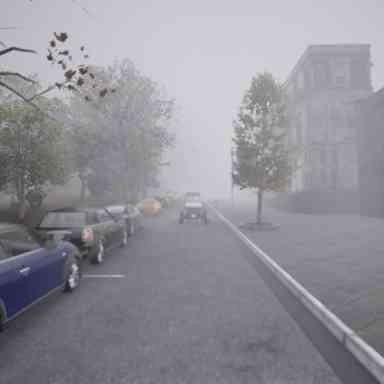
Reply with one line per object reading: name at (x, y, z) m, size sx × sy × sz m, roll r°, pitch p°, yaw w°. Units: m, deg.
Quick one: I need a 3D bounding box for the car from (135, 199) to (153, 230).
car at (-3.654, 1.341, 17.084) m, size 2.231 × 1.521 × 4.892 m, roll 0°, pitch 0°, yaw 2°

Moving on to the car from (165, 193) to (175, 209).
car at (-3.654, 1.161, 39.404) m, size 2.163 × 1.488 × 4.792 m, roll 0°, pitch 0°, yaw 2°

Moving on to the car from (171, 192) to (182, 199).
car at (-3.657, 0.738, 78.360) m, size 2.097 × 1.535 × 5.008 m, roll 0°, pitch 0°, yaw 2°

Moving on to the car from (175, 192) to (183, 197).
car at (-3.657, 0.622, 95.074) m, size 2.002 × 1.452 × 4.674 m, roll 0°, pitch 0°, yaw 2°

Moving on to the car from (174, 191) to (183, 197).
car at (-3.659, 0.508, 89.474) m, size 2.185 × 1.767 × 4.553 m, roll 0°, pitch 0°, yaw 2°

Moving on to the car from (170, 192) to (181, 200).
car at (-3.649, 0.787, 72.981) m, size 1.946 × 1.575 × 5.366 m, roll 0°, pitch 0°, yaw 2°

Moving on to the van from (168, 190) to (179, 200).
van at (-3.652, 0.620, 67.341) m, size 1.878 × 1.987 × 4.442 m, roll 0°, pitch 0°, yaw 2°

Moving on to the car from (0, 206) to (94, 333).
car at (-3.655, 1.310, 5.916) m, size 2.185 × 1.767 × 4.553 m, roll 0°, pitch 0°, yaw 2°

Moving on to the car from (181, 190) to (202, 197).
car at (0.090, 0.861, 40.831) m, size 2.150 × 2.045 × 5.566 m, roll 0°, pitch 1°, yaw 0°

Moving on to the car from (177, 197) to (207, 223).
car at (0.100, 1.329, 23.512) m, size 1.812 × 1.442 × 4.674 m, roll 0°, pitch 0°, yaw 0°

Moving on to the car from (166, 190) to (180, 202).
car at (-3.656, 0.961, 56.081) m, size 2.097 × 1.535 × 5.008 m, roll 0°, pitch 0°, yaw 2°

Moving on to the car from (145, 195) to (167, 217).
car at (-3.647, 1.234, 28.418) m, size 1.946 × 1.575 × 5.366 m, roll 0°, pitch 0°, yaw 2°

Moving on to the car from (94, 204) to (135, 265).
car at (-3.655, 1.263, 11.487) m, size 2.185 × 1.767 × 4.553 m, roll 0°, pitch 0°, yaw 2°

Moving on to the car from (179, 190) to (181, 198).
car at (-3.656, 0.652, 61.683) m, size 2.435 × 2.045 × 5.566 m, roll 0°, pitch 0°, yaw 2°
